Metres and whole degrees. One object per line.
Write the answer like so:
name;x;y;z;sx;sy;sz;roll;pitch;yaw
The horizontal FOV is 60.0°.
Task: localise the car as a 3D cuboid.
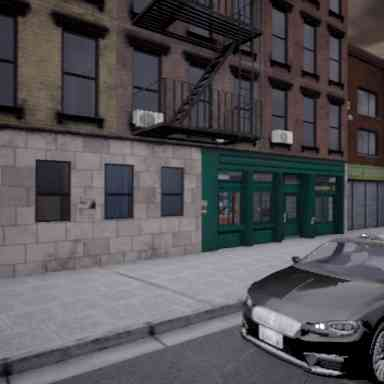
car;2.957;1.506;5.471;4.902;1.511;2.128;0;0;-35
